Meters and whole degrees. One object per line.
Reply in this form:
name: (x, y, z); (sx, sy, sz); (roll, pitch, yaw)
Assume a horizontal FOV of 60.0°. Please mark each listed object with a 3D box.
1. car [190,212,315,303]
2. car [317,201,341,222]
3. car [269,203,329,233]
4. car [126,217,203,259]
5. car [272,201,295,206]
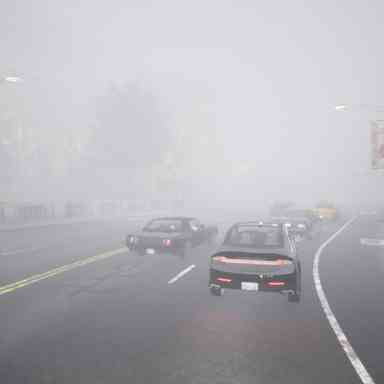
car: (1.691, 1.491, 8.355); (2.128, 1.511, 4.902); (0, 0, 15)
car: (10.572, 1.454, 26.265); (1.801, 1.575, 5.366); (0, 0, 30)
car: (5.551, 1.546, 17.309); (2.033, 1.411, 5.357); (0, 0, 29)
car: (-0.491, 1.600, 12.710); (1.895, 1.301, 4.718); (0, 0, 22)
car: (8.143, 1.488, 28.836); (2.128, 1.511, 4.902); (0, 0, 30)
